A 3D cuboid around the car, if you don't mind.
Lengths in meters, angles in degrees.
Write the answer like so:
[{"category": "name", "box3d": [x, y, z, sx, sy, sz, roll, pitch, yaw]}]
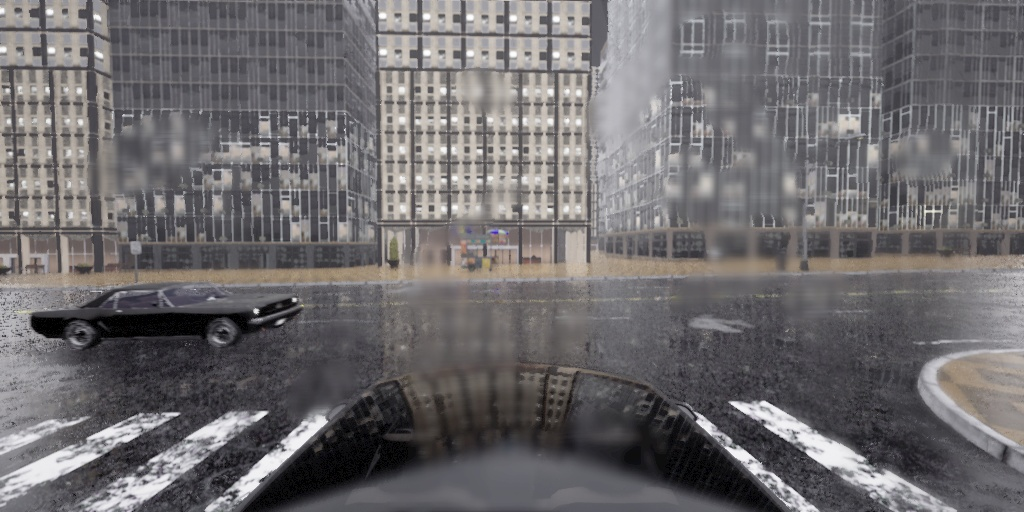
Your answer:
[{"category": "car", "box3d": [-7.685, 1.275, 8.380, 4.718, 1.301, 1.895, -1, 3, -2]}]
